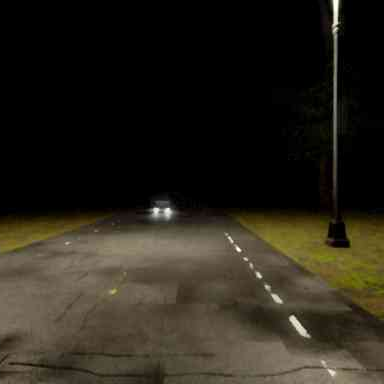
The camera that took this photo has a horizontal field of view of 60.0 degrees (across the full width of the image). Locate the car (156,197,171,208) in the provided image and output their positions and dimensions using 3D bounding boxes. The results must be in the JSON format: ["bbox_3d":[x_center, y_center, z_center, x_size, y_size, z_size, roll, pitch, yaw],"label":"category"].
[{"bbox_3d":[-3.719,1.338,43.708,1.895,1.301,4.718,0,0,-1],"label":"car"}]
